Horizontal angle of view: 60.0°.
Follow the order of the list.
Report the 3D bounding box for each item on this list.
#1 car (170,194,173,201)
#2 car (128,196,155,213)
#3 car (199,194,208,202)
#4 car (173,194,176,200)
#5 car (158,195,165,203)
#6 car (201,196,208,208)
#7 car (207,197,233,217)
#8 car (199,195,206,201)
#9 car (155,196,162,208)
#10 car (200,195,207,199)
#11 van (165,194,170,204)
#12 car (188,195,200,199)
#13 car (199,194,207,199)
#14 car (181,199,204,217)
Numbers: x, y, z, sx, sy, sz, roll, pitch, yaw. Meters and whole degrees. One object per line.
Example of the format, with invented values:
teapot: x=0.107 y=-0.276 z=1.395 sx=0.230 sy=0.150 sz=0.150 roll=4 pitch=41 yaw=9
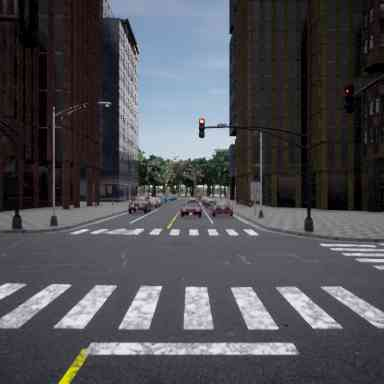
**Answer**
car: x=-5.760 y=1.621 z=69.725 sx=2.008 sy=1.369 sz=4.403 roll=0 pitch=0 yaw=0
car: x=-5.762 y=1.347 z=37.100 sx=2.192 sy=1.841 sz=5.009 roll=0 pitch=0 yaw=0
car: x=2.765 y=1.400 z=80.600 sx=2.192 sy=1.841 sz=5.009 roll=0 pitch=0 yaw=0
car: x=-5.759 y=1.659 z=86.037 sx=1.947 sy=1.339 sz=4.313 roll=0 pitch=0 yaw=0
car: x=-5.761 y=1.575 z=53.242 sx=1.752 sy=1.417 sz=4.829 roll=0 pitch=0 yaw=0
car: x=2.764 y=1.595 z=47.974 sx=2.008 sy=1.369 sz=4.403 roll=0 pitch=0 yaw=0
car: x=2.763 y=1.467 z=31.662 sx=1.967 sy=1.590 sz=4.097 roll=0 pitch=0 yaw=0
car: x=2.766 y=1.626 z=91.644 sx=1.752 sy=1.417 sz=4.829 roll=0 pitch=0 yaw=0
car: x=-5.761 y=1.626 z=47.974 sx=1.802 sy=1.307 sz=4.206 roll=0 pitch=0 yaw=0
car: x=2.765 y=1.595 z=53.412 sx=1.887 sy=1.381 sz=4.507 roll=0 pitch=0 yaw=0
van: x=-5.761 y=1.404 z=64.288 sx=1.690 sy=1.788 sz=3.998 roll=0 pitch=0 yaw=0
car: x=0.103 y=1.659 z=60.203 sx=1.895 sy=1.301 sz=4.718 roll=0 pitch=0 yaw=0
car: x=2.765 y=1.601 z=58.849 sx=1.887 sy=1.381 sz=4.507 roll=0 pitch=0 yaw=0
car: x=-0.016 y=1.628 z=31.632 sx=1.895 sy=1.301 sz=4.718 roll=0 pitch=0 yaw=2
